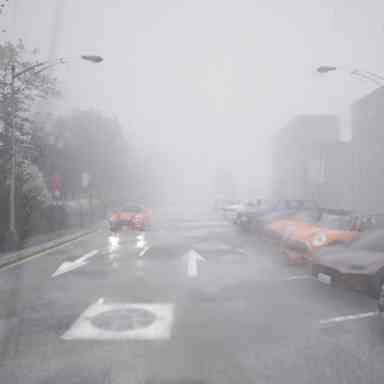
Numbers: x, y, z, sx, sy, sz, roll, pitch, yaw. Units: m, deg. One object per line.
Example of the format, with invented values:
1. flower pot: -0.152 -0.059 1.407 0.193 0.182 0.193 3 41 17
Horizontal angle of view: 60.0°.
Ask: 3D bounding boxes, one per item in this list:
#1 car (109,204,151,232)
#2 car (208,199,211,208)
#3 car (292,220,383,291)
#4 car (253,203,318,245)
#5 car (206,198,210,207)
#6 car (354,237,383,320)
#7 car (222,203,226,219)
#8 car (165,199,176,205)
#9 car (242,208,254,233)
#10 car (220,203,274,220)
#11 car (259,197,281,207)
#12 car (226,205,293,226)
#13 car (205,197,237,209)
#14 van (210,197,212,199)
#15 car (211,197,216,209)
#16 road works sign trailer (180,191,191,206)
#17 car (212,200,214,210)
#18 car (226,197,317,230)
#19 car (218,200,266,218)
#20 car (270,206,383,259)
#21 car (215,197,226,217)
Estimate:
1. car: -4.021 1.609 22.139 2.097 1.767 4.553 0 -1 0
2. car: 5.390 2.090 47.468 5.008 1.535 2.097 1 -1 -20
3. car: 5.280 1.609 8.423 4.792 1.488 2.163 1 0 -20
4. car: 5.351 1.524 14.446 4.553 1.767 2.185 1 0 -20
5. car: 5.222 2.215 56.411 5.366 1.575 1.946 1 -1 -20
6. car: 5.306 1.587 5.432 4.674 1.452 2.002 1 0 -20
7. car: 5.167 1.753 23.376 5.366 1.575 1.946 1 -1 -20
8. car: -4.015 1.965 63.161 1.882 1.535 5.008 0 -1 0
9. car: 5.322 1.725 17.440 4.674 1.452 2.002 1 -1 -20
10. car: 5.342 1.907 32.434 4.792 1.488 2.163 1 -1 -20
11. car: 18.377 2.300 78.498 2.435 2.045 5.566 0 0 -21
12. car: 5.322 1.827 26.433 4.792 1.488 2.163 1 0 -20
13. car: 5.411 2.058 62.507 5.566 2.045 2.435 1 -1 -20
14. van: 5.511 1.910 50.516 4.442 1.987 1.878 1 -1 -20
15. car: 5.428 1.921 44.467 4.553 1.767 2.185 1 -1 -20
16. road works sign trailer: -1.021 1.518 78.219 2.880 3.560 2.380 1 -1 -41
17. car: 5.390 2.043 41.457 4.674 1.452 2.002 1 -1 -20
18. car: 5.323 1.470 20.422 5.566 2.045 2.435 1 0 -20
19. car: 5.344 1.792 35.450 4.553 1.767 2.185 1 -1 -20
20. car: 5.345 1.489 11.445 4.553 1.767 2.185 1 0 -20
21. car: 5.336 1.585 29.438 5.566 2.045 2.435 1 -1 -20
